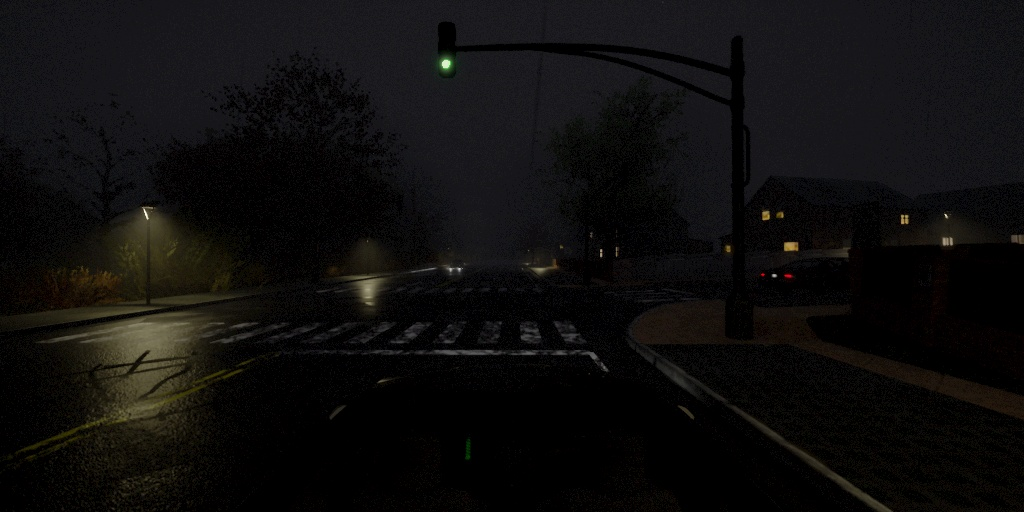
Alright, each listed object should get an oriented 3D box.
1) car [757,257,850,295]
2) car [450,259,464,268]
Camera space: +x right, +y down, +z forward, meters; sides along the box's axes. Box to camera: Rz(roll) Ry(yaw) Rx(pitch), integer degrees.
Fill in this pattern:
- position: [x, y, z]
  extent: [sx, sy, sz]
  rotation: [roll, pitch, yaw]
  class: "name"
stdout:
- position: [12.840, 0.752, 14.375]
  extent: [5.357, 1.411, 2.033]
  rotation: [-2, -1, -6]
  class: "car"
- position: [-9.674, 1.339, 63.256]
  extent: [1.837, 1.490, 4.892]
  rotation: [0, 0, 0]
  class: "car"
